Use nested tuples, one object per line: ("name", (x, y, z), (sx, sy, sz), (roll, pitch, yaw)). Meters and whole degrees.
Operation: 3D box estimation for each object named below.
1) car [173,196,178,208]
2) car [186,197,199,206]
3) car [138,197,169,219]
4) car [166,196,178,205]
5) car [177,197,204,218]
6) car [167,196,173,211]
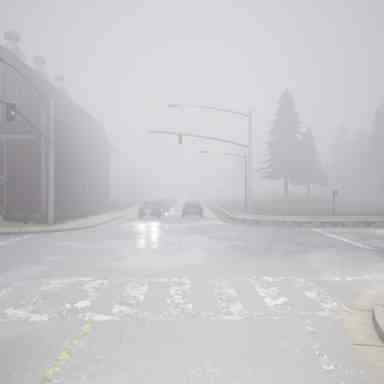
("car", (-3.539, 1.526, 49.332), (1.812, 1.442, 4.674), (0, 0, 0))
("car", (0.062, 1.547, 55.877), (2.033, 1.411, 5.357), (0, 0, 0))
("car", (-3.568, 1.491, 29.596), (2.128, 1.511, 4.902), (0, 0, 0))
("car", (-3.486, 1.478, 59.820), (1.882, 1.535, 5.008), (0, 0, 0))
("car", (0.033, 1.492, 30.411), (2.128, 1.511, 4.902), (0, 0, 0))
("car", (-3.555, 1.505, 39.067), (1.837, 1.490, 4.892), (0, 0, 0))
